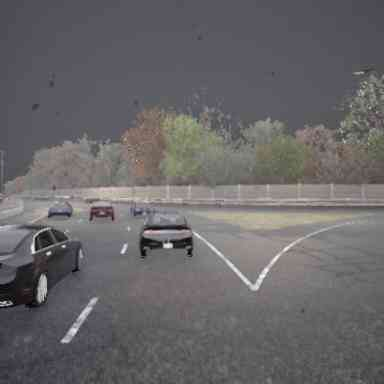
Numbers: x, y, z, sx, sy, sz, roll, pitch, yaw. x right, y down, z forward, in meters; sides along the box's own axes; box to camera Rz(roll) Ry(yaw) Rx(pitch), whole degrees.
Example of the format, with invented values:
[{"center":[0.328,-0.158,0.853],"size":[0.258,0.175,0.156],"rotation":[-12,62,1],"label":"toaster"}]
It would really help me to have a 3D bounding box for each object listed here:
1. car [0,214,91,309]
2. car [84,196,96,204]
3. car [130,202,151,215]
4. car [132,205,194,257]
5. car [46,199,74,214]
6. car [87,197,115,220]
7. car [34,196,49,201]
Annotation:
[{"center":[-3.930,1.509,7.804],"size":[1.837,1.490,4.892],"rotation":[0,0,-4],"label":"car"},{"center":[-18.042,1.485,59.973],"size":[1.882,1.535,5.008],"rotation":[0,0,-32],"label":"car"},{"center":[-4.750,1.594,31.213],"size":[1.895,1.301,4.718],"rotation":[0,0,-15],"label":"car"},{"center":[-1.042,1.486,12.925],"size":[2.128,1.511,4.902],"rotation":[0,0,-7],"label":"car"},{"center":[-12.126,1.574,30.932],"size":[1.994,1.385,4.181],"rotation":[0,0,-17],"label":"car"},{"center":[-7.601,1.479,28.209],"size":[1.882,1.535,5.008],"rotation":[0,0,-15],"label":"car"},{"center":[-38.002,1.635,83.670],"size":[4.718,1.301,1.895],"rotation":[0,0,43],"label":"car"}]
